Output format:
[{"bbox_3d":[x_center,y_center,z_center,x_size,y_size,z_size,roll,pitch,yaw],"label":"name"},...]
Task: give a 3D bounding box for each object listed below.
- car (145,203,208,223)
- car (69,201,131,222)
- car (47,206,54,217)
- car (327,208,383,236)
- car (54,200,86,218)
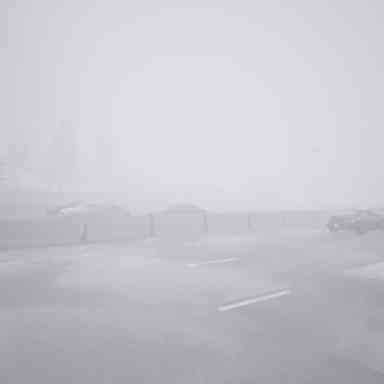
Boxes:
[{"bbox_3d":[-1.120,1.556,24.677,5.008,1.535,1.882,1,0,-35],"label":"car"},{"bbox_3d":[-6.669,1.610,25.023,4.181,1.385,1.994,0,0,-35],"label":"car"},{"bbox_3d":[-10.723,1.524,30.729,5.008,1.535,1.882,0,0,-35],"label":"car"},{"bbox_3d":[9.660,1.657,19.229,4.674,1.442,1.812,1,0,-35],"label":"car"},{"bbox_3d":[-8.667,1.572,27.897,4.674,1.442,1.812,0,0,-35],"label":"car"}]
